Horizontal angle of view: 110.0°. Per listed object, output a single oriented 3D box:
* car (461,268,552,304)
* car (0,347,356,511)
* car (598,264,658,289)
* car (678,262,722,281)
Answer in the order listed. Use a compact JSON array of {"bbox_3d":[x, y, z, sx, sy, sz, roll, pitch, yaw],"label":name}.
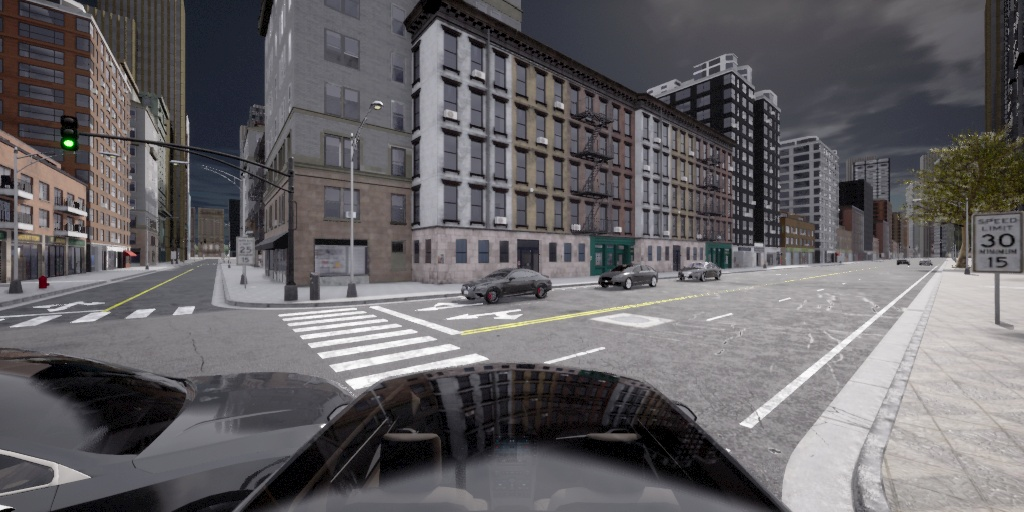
[{"bbox_3d":[-0.140,1.286,16.686,4.674,1.442,1.812,0,0,-39],"label":"car"},{"bbox_3d":[-3.233,1.257,1.695,4.892,1.490,1.837,0,0,-35],"label":"car"},{"bbox_3d":[7.513,1.257,22.957,4.892,1.490,1.837,0,0,-39],"label":"car"},{"bbox_3d":[15.484,1.234,29.476,4.902,1.511,2.128,0,0,-39],"label":"car"}]
